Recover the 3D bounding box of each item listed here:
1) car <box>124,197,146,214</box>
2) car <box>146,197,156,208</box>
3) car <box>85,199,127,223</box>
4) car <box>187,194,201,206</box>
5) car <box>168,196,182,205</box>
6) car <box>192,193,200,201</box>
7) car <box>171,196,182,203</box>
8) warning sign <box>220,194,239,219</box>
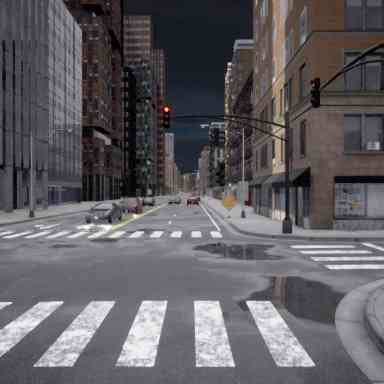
[{"bbox_3d":[-6.593,1.359,35.669,2.097,1.767,4.553,0,0,0],"label":"car"},{"bbox_3d":[-6.570,1.491,49.771,1.882,1.535,5.008,0,0,0],"label":"car"},{"bbox_3d":[-6.605,1.529,25.449,1.812,1.442,4.674,0,0,2],"label":"car"},{"bbox_3d":[0.106,1.494,54.800,1.882,1.535,5.008,0,0,0],"label":"car"},{"bbox_3d":[-3.144,1.620,59.341,1.895,1.301,4.718,0,0,0],"label":"car"},{"bbox_3d":[0.985,1.269,85.643,2.150,2.045,5.566,0,0,0],"label":"car"},{"bbox_3d":[-3.146,1.574,69.599,2.033,1.411,5.357,0,0,0],"label":"car"},{"bbox_3d":[2.857,1.119,25.609,1.300,1.860,1.060,0,0,0],"label":"warning sign"}]
